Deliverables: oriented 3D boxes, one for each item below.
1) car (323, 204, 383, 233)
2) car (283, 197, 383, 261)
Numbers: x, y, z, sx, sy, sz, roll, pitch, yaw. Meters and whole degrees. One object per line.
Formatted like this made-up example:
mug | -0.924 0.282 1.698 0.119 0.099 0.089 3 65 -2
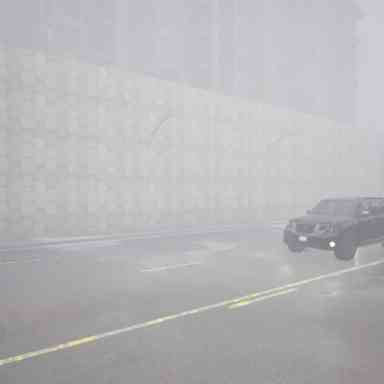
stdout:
car | 10.219 1.506 20.211 4.892 1.490 1.837 1 0 -36
car | 5.916 1.224 12.729 5.566 2.045 2.150 0 0 -36
